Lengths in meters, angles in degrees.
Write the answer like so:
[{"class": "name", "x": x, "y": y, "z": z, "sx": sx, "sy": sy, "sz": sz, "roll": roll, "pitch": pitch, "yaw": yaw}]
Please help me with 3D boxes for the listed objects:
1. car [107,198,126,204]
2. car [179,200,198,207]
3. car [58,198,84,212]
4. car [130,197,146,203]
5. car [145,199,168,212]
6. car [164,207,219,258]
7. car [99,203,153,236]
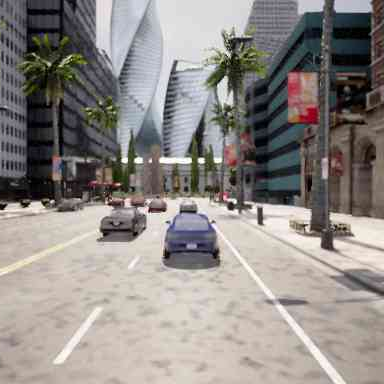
[{"class": "car", "x": -11.295, "y": 1.579, "z": 49.750, "sx": 1.895, "sy": 1.301, "sz": 4.718, "roll": 0, "pitch": 0, "yaw": -1}, {"class": "car", "x": -0.360, "y": 1.534, "z": 33.295, "sx": 2.033, "sy": 1.411, "sz": 5.357, "roll": 0, "pitch": 0, "yaw": -1}, {"class": "car", "x": -14.142, "y": 1.463, "z": 39.173, "sx": 2.231, "sy": 1.521, "sz": 4.892, "roll": 0, "pitch": 0, "yaw": -1}, {"class": "car", "x": -7.783, "y": 1.457, "z": 48.505, "sx": 1.882, "sy": 1.535, "sz": 5.008, "roll": 0, "pitch": 0, "yaw": -1}, {"class": "car", "x": -3.949, "y": 1.548, "z": 38.898, "sx": 1.994, "sy": 1.385, "sz": 4.181, "roll": 0, "pitch": 0, "yaw": -1}, {"class": "car", "x": -0.041, "y": 1.521, "z": 12.621, "sx": 1.812, "sy": 1.442, "sz": 4.674, "roll": 0, "pitch": 0, "yaw": -1}, {"class": "car", "x": -3.625, "y": 1.539, "z": 18.298, "sx": 2.033, "sy": 1.411, "sz": 5.357, "roll": 0, "pitch": 0, "yaw": -1}]
